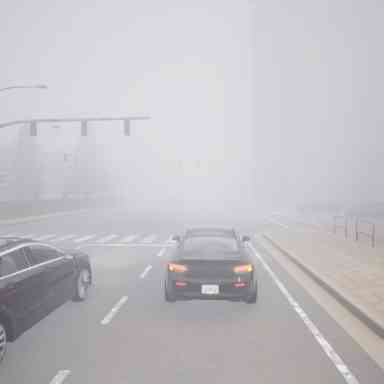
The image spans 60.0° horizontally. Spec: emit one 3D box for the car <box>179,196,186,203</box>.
[{"bbox_3d":[-3.056,1.563,68.565,1.994,1.385,4.181,0,0,8],"label":"car"}]

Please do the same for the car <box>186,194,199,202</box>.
[{"bbox_3d":[0.060,1.354,78.221,2.097,1.767,4.553,0,0,24],"label":"car"}]

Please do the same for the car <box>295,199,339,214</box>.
[{"bbox_3d":[13.842,1.560,36.450,4.892,1.490,1.837,0,0,3],"label":"car"}]

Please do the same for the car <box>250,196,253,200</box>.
[{"bbox_3d":[17.912,1.522,90.556,4.674,1.442,1.812,0,0,-21],"label":"car"}]

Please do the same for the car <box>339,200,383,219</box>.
[{"bbox_3d":[15.688,1.619,29.193,4.181,1.385,1.994,0,0,3],"label":"car"}]

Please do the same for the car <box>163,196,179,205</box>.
[{"bbox_3d":[-3.871,1.504,58.656,1.837,1.490,4.892,0,0,4],"label":"car"}]

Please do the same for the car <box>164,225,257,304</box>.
[{"bbox_3d":[0.458,1.526,8.081,1.812,1.442,4.674,0,0,4],"label":"car"}]

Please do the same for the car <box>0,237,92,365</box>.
[{"bbox_3d":[-3.213,1.491,5.430,2.128,1.511,4.902,0,0,4],"label":"car"}]
